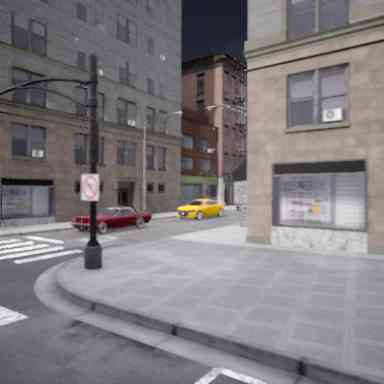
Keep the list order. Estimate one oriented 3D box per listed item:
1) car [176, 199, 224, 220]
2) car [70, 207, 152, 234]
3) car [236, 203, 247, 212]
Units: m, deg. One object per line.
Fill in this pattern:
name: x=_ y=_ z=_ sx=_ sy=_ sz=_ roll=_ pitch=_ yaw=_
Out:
car: x=0.750 y=1.322 z=26.751 sx=1.882 sy=1.535 sz=5.008 roll=0 pitch=1 yaw=35
car: x=-4.550 y=1.541 z=19.223 sx=1.895 sy=1.301 sz=4.718 roll=0 pitch=1 yaw=34
car: x=6.265 y=1.234 z=34.537 sx=2.128 sy=1.511 sz=4.902 roll=0 pitch=1 yaw=35
